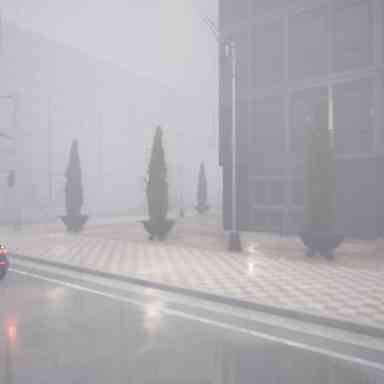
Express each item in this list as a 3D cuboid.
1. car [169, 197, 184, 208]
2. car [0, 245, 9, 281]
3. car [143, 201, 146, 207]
[{"bbox_3d":[-3.149,1.591,49.197,1.837,1.490,4.892,0,0,36],"label":"car"},{"bbox_3d":[-6.505,1.574,8.604,4.674,1.442,1.812,-1,0,36],"label":"car"},{"bbox_3d":[-5.223,1.323,52.293,2.150,2.045,5.566,0,0,36],"label":"car"}]
